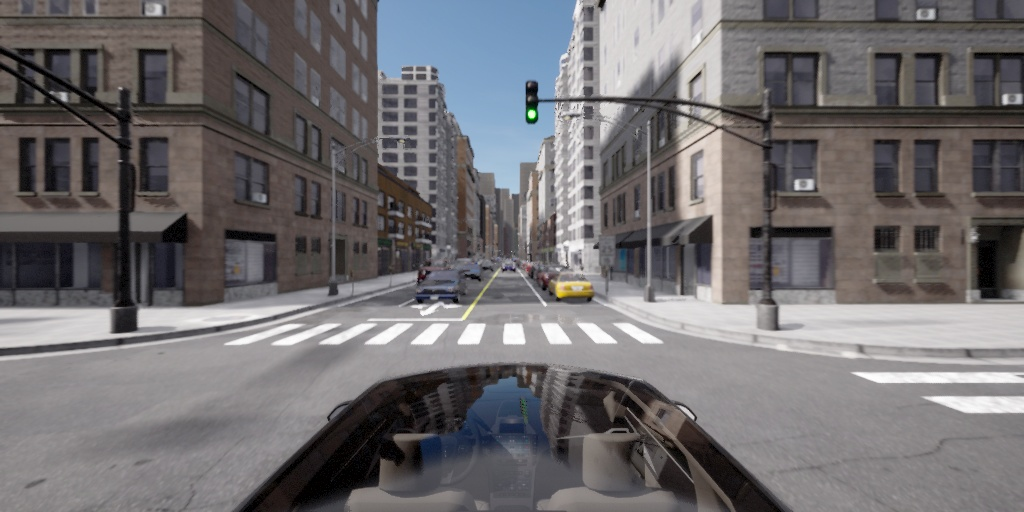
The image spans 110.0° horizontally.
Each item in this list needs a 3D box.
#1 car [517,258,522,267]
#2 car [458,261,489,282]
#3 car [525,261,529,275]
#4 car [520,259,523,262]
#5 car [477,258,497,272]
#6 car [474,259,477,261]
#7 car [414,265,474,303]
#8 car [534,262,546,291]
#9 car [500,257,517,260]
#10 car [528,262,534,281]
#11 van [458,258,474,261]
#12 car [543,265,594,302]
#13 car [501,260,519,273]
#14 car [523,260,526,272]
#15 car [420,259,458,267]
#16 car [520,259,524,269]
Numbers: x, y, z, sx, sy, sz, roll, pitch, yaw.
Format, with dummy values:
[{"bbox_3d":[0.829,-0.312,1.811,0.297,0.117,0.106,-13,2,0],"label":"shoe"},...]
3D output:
[{"bbox_3d":[2.276,1.474,61.374,2.007,1.370,4.403,0,0,-1],"label":"car"},{"bbox_3d":[-3.360,1.400,30.523,2.033,1.411,5.357,0,0,0],"label":"car"},{"bbox_3d":[2.555,1.416,33.745,1.948,1.339,4.313,0,0,-1],"label":"car"},{"bbox_3d":[2.388,1.478,50.323,1.802,1.307,4.207,0,0,-1],"label":"car"},{"bbox_3d":[-3.488,1.414,50.106,1.837,1.490,4.892,0,-1,0],"label":"car"},{"bbox_3d":[-6.137,1.227,50.237,2.192,1.841,5.009,0,0,-1],"label":"car"},{"bbox_3d":[-3.235,1.359,17.423,2.033,1.411,5.357,0,0,-1],"label":"car"},{"bbox_3d":[2.666,1.256,22.694,1.967,1.591,4.097,0,0,-1],"label":"car"},{"bbox_3d":[-0.532,1.395,56.405,1.882,1.535,5.008,0,0,-1],"label":"car"},{"bbox_3d":[2.611,1.384,28.220,2.007,1.370,4.403,0,0,-1],"label":"car"},{"bbox_3d":[-6.081,1.239,44.711,1.690,1.789,3.998,0,0,-1],"label":"van"},{"bbox_3d":[2.721,1.324,17.338,1.751,1.417,4.829,0,0,-1],"label":"car"},{"bbox_3d":[-0.431,1.492,46.322,1.895,1.301,4.718,0,0,-1],"label":"car"},{"bbox_3d":[2.499,1.411,39.272,1.888,1.381,4.507,0,0,-1],"label":"car"},{"bbox_3d":[-5.914,1.165,28.134,2.192,1.841,5.009,0,0,-1],"label":"car"},{"bbox_3d":[2.444,1.432,44.797,2.007,1.370,4.403,0,0,-1],"label":"car"}]
